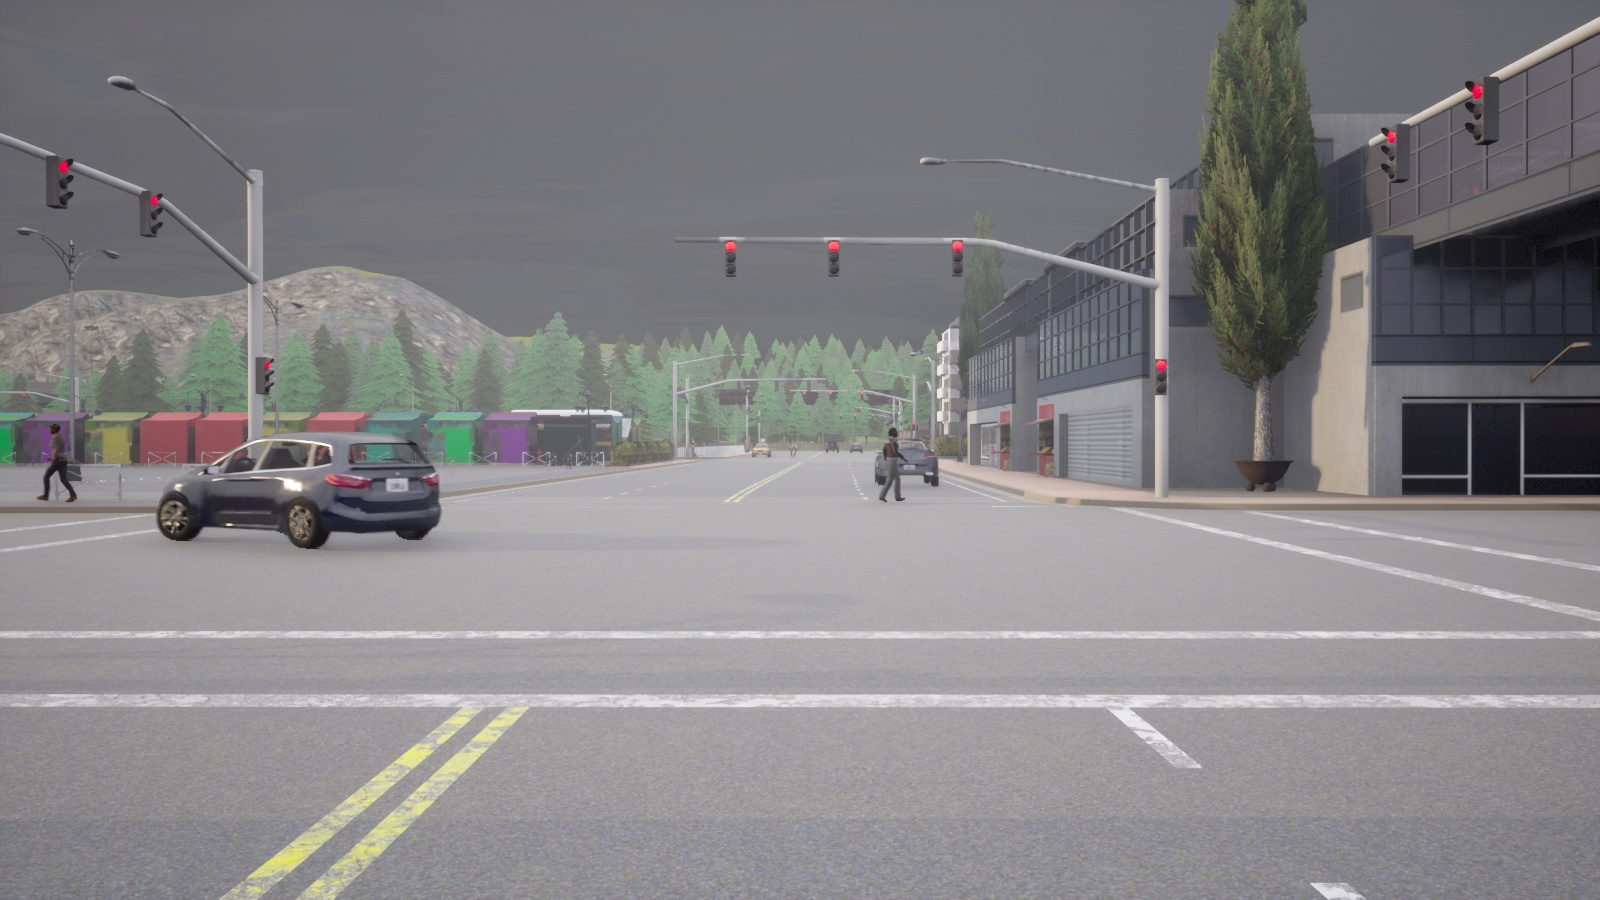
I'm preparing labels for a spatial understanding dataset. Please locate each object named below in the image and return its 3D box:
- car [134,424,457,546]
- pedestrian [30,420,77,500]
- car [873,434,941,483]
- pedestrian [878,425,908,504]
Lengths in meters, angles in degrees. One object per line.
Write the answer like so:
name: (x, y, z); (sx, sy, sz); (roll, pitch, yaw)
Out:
car: (-7.773, 0.476, 19.290); (4.611, 1.667, 2.242); (0, 0, 30)
pedestrian: (-16.946, 0.230, 28.510); (0.869, 1.805, 0.328); (0, 0, 0)
car: (3.777, 0.274, 45.102); (2.152, 1.651, 5.027); (0, 0, 2)
pedestrian: (2.276, 0.353, 30.728); (0.666, 1.930, 0.402); (0, 0, -7)
